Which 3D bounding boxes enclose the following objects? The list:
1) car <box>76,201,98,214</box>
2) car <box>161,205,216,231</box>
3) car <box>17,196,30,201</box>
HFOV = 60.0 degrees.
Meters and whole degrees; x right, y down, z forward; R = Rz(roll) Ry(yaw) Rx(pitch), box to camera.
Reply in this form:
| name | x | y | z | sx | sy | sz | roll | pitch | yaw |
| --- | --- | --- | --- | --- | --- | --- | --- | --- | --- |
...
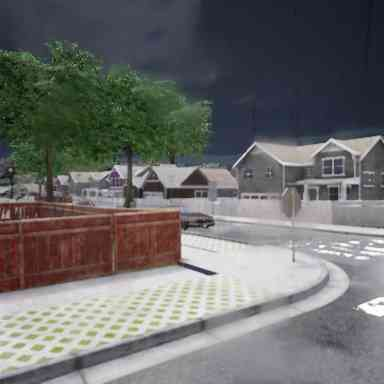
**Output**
| name | x | y | z | sx | sy | sz | roll | pitch | yaw |
| --- | --- | --- | --- | --- | --- | --- | --- | --- | --- |
| car | -11.709 | 1.711 | 36.625 | 1.994 | 1.385 | 4.181 | 0 | 0 | -35 |
| car | -0.797 | 1.577 | 21.325 | 2.033 | 1.411 | 5.357 | 0 | 0 | -36 |
| car | -42.765 | 2.096 | 84.981 | 1.895 | 1.301 | 4.718 | 0 | 0 | -36 |
